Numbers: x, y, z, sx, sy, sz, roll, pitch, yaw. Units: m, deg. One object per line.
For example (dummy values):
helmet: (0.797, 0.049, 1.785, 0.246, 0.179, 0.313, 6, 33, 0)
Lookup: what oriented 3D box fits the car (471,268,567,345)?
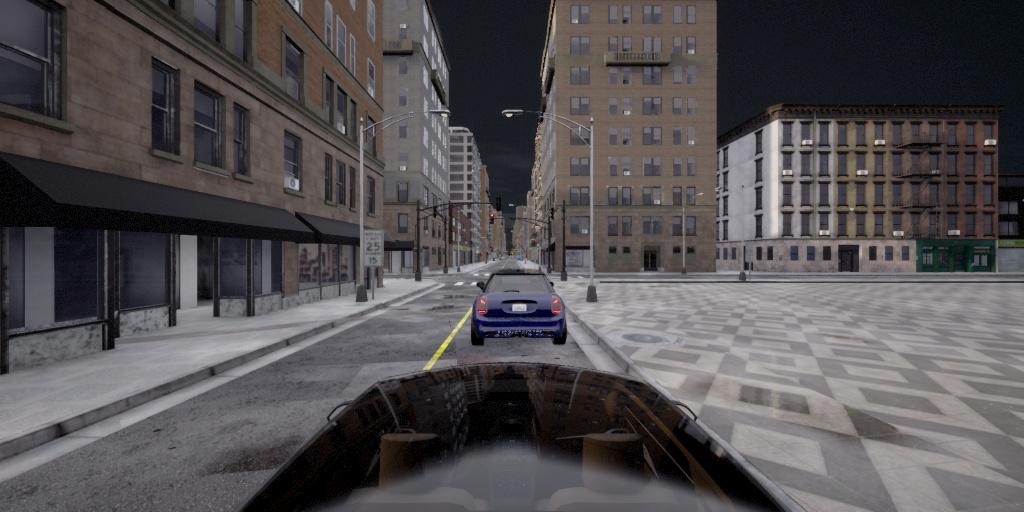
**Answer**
car: (0.102, 1.102, 9.640, 2.097, 1.767, 4.553, 0, 0, -1)
